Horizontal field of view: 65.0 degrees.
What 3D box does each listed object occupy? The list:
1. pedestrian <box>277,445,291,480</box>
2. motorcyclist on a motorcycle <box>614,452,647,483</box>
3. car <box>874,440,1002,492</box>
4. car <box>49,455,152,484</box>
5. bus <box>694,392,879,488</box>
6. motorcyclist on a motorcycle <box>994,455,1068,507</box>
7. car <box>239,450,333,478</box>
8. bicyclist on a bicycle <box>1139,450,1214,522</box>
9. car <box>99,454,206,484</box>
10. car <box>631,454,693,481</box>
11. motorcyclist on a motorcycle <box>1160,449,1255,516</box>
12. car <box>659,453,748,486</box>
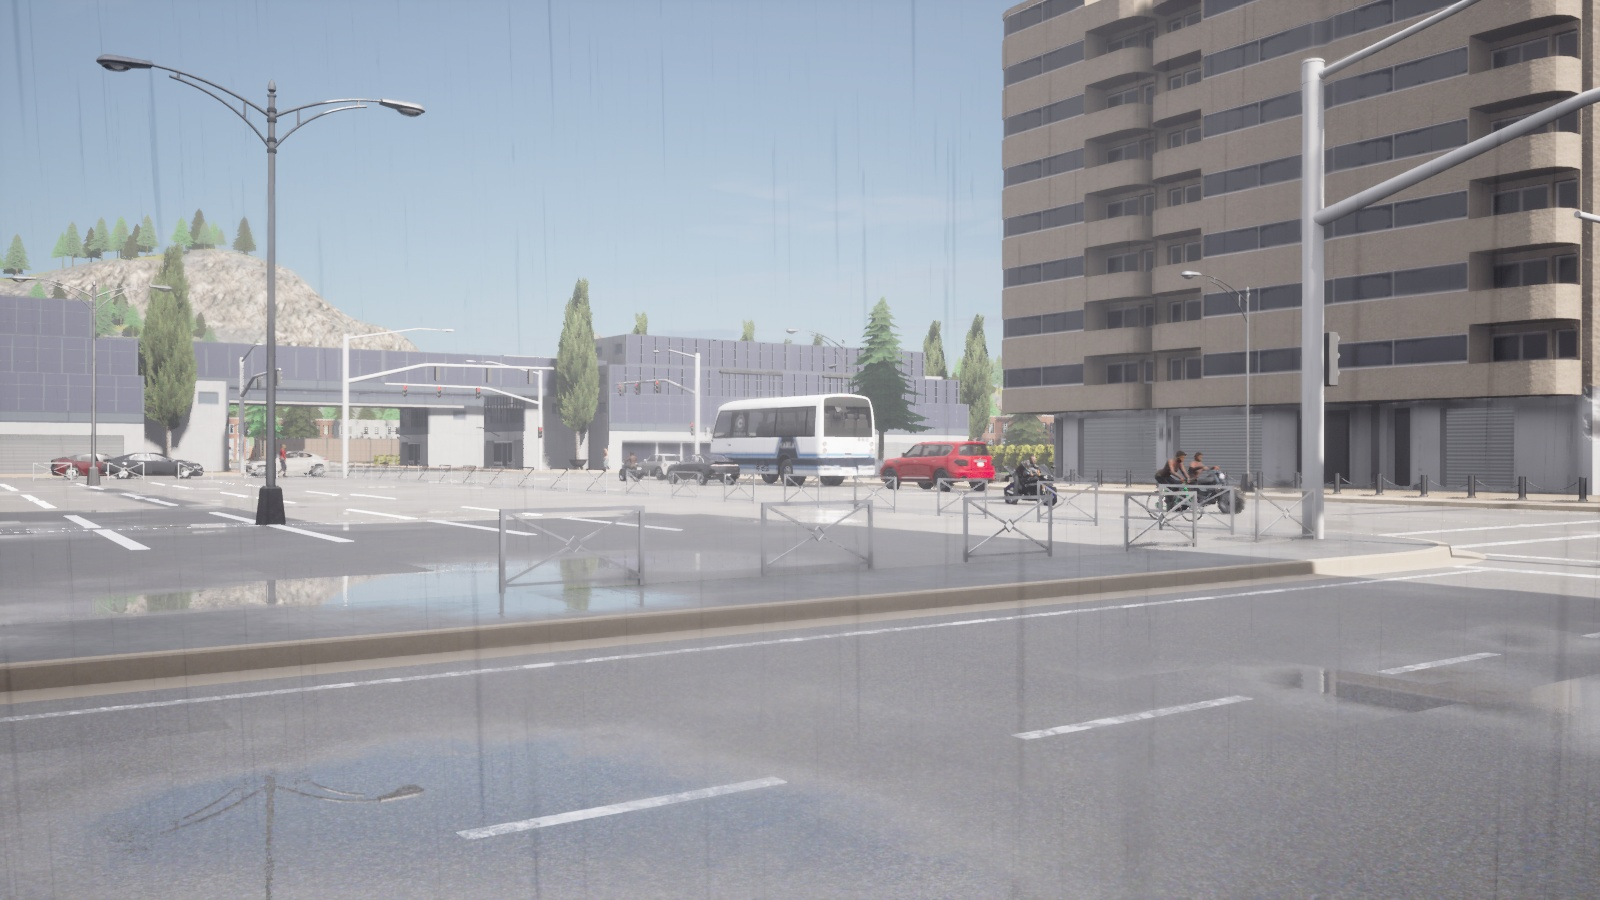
[{"bbox_3d":[-27.588,0.681,67.077,0.636,1.846,0.331,0,0,-34],"label":"pedestrian"},{"bbox_3d":[-9.068,0.934,67.065,0.766,1.649,2.350,0,0,-35],"label":"motorcyclist on a motorcycle"},{"bbox_3d":[5.628,0.636,51.945,2.150,2.045,5.566,0,0,-34],"label":"car"},{"bbox_3d":[-38.436,1.050,69.001,4.792,1.488,2.163,0,0,-33],"label":"car"},{"bbox_3d":[-0.890,-0.424,61.381,3.944,4.253,10.273,0,0,-35],"label":"bus"},{"bbox_3d":[6.925,0.913,37.755,0.866,1.530,2.191,0,0,-35],"label":"motorcyclist on a motorcycle"},{"bbox_3d":[-31.789,0.836,77.696,5.027,1.651,2.152,0,0,-35],"label":"car"},{"bbox_3d":[8.685,0.806,29.048,0.582,1.620,1.656,0,0,-35],"label":"bicyclist on a bicycle"},{"bbox_3d":[-34.676,0.995,67.294,4.902,1.511,2.128,0,0,-34],"label":"car"},{"bbox_3d":[-7.896,0.957,71.525,1.970,1.475,3.806,0,0,-34],"label":"car"},{"bbox_3d":[10.529,0.808,32.538,0.766,1.649,2.350,0,0,-35],"label":"motorcyclist on a motorcycle"},{"bbox_3d":[-4.736,0.915,60.790,2.128,1.511,4.902,0,0,-34],"label":"car"}]
